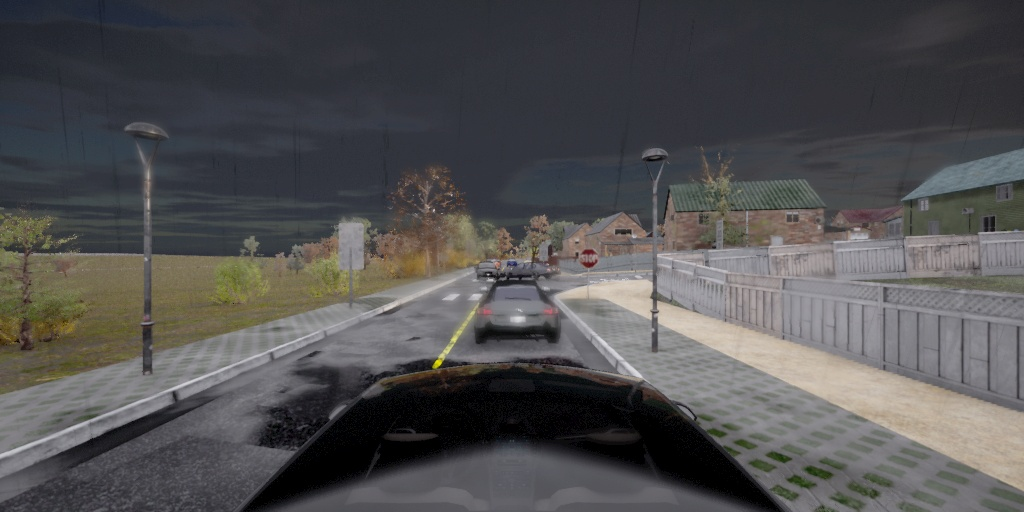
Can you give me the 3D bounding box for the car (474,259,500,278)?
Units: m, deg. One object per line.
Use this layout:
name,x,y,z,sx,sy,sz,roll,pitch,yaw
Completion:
car,-2.252,1.267,31.527,1.837,1.490,4.892,0,0,-8

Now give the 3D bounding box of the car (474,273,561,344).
car,0.102,1.316,9.601,1.994,1.385,4.181,0,0,-1

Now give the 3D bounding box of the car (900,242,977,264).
car,23.887,-0.203,20.572,4.902,1.511,2.128,-3,0,14

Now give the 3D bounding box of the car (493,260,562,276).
car,1.336,1.206,28.616,5.357,1.411,2.033,-4,-3,43

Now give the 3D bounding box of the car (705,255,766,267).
car,14.386,0.420,22.993,4.181,1.385,1.994,-3,0,16
